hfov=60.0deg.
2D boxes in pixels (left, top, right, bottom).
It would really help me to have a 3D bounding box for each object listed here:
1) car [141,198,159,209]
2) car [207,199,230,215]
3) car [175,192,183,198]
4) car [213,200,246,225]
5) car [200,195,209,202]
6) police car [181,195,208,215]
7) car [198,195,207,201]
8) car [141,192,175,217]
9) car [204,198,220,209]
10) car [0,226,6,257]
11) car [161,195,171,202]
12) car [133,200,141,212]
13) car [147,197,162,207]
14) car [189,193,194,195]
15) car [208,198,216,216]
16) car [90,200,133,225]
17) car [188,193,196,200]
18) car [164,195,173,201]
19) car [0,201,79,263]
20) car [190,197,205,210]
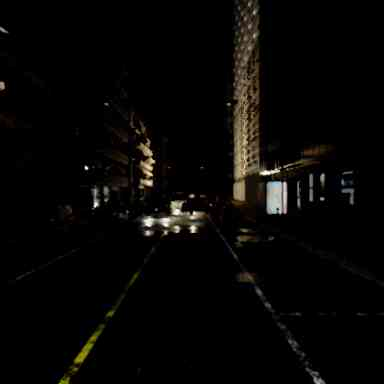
[{"bbox_3d":[-5.695,1.514,45.904,1.947,1.339,4.313,0,0,0],"label":"car"},{"bbox_3d":[2.686,1.509,34.608,2.008,1.369,4.403,0,0,0],"label":"car"},{"bbox_3d":[-3.007,0.887,72.989,2.150,2.045,5.566,0,0,0],"label":"car"},{"bbox_3d":[2.687,1.496,23.481,1.752,1.417,4.829,0,0,0],"label":"car"},{"bbox_3d":[2.683,1.475,74.147,1.887,1.381,4.507,0,0,0],"label":"car"},{"bbox_3d":[0.244,1.384,34.105,1.930,1.638,5.238,0,0,-18],"label":"police car"},{"bbox_3d":[2.682,1.476,85.445,2.008,1.369,4.403,0,0,0],"label":"car"},{"bbox_3d":[-3.102,1.186,31.686,2.150,2.045,5.566,0,0,0],"label":"car"},{"bbox_3d":[2.686,1.513,45.905,1.947,1.339,4.313,0,0,0],"label":"car"},{"bbox_3d":[-5.691,1.574,6.364,1.802,1.307,4.206,0,0,0],"label":"car"},{"bbox_3d":[-5.697,1.371,74.147,1.967,1.590,4.097,0,0,0],"label":"car"},{"bbox_3d":[-5.694,1.509,34.607,2.008,1.369,4.403,0,0,0],"label":"car"},{"bbox_3d":[-5.696,1.469,51.383,1.752,1.417,4.829,0,0,0],"label":"car"},{"bbox_3d":[-0.006,1.389,69.808,2.128,1.511,4.902,0,0,0],"label":"car"},{"bbox_3d":[2.687,1.405,28.959,1.967,1.590,4.097,0,0,0],"label":"car"},{"bbox_3d":[-5.693,1.412,23.311,1.967,1.590,4.097,0,0,0],"label":"car"},{"bbox_3d":[-0.007,1.151,85.966,2.097,1.767,4.553,0,0,0],"label":"car"},{"bbox_3d":[-5.698,1.510,79.795,1.802,1.307,4.206,0,0,0],"label":"car"},{"bbox_3d":[-5.693,1.300,12.013,2.192,1.841,5.009,0,0,0],"label":"car"},{"bbox_3d":[0.777,1.454,44.137,1.837,1.490,4.892,0,0,1],"label":"car"}]
